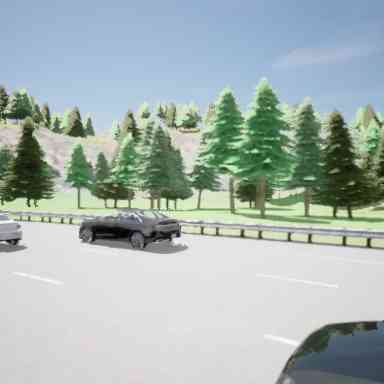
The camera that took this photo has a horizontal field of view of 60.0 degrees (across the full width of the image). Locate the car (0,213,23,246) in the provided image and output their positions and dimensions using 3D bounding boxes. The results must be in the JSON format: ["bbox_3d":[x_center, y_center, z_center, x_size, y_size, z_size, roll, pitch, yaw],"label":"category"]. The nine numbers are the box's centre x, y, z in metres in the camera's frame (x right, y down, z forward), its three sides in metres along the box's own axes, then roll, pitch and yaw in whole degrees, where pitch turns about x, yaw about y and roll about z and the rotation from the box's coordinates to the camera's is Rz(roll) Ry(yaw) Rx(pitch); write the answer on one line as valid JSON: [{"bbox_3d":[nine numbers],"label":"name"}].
[{"bbox_3d":[-9.003,1.513,13.895,4.674,1.442,1.812,0,0,31],"label":"car"}]

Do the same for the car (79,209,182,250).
[{"bbox_3d":[-2.743,1.476,14.118,4.902,1.511,2.128,0,0,33],"label":"car"}]

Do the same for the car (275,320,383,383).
[{"bbox_3d":[2.625,1.560,2.080,4.181,1.385,1.994,0,0,35],"label":"car"}]
